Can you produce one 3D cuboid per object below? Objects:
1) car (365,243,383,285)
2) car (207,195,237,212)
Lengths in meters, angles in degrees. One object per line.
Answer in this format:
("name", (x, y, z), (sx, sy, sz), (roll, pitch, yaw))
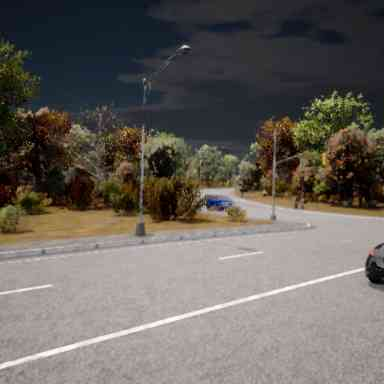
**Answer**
("car", (6.102, 1.534, 8.150), (4.181, 1.385, 1.994), (0, 0, -35))
("car", (3.717, 1.406, 42.549), (2.150, 2.045, 5.566), (2, 1, -20))
